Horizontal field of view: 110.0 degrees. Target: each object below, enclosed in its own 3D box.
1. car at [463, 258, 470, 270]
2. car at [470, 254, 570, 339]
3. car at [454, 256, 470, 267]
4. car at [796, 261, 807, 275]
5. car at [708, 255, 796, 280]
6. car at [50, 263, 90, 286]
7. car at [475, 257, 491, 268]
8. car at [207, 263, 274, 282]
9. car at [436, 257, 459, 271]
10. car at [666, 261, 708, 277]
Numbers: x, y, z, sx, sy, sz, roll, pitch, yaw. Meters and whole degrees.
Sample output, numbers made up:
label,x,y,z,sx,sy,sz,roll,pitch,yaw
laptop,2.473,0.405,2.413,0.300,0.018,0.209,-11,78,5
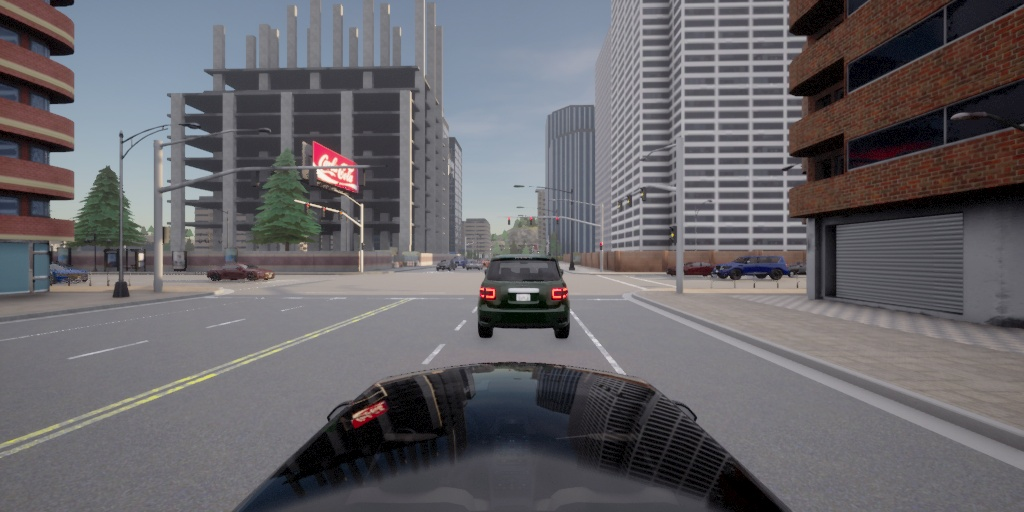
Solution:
label,x,y,z,sx,sy,sz,roll,pitch,yaw
car,-5.279,1.350,51.143,1.895,1.301,4.718,0,0,2
car,0.338,0.971,10.267,2.150,2.045,5.566,0,0,2
car,-8.501,0.970,58.355,2.150,2.045,5.566,0,0,1
car,27.238,1.241,33.722,4.902,1.511,2.128,0,0,2
car,20.224,0.971,30.462,5.566,2.045,2.150,0,0,2
car,-32.543,1.227,24.973,5.008,1.535,1.882,0,0,2
car,-4.875,1.101,61.243,2.097,1.767,4.553,0,0,2
car,-21.239,1.275,28.123,4.674,1.442,1.812,0,0,2
car,-8.883,1.254,48.507,1.837,1.490,4.892,0,0,2
car,17.308,1.227,34.055,5.008,1.535,1.882,0,0,2
